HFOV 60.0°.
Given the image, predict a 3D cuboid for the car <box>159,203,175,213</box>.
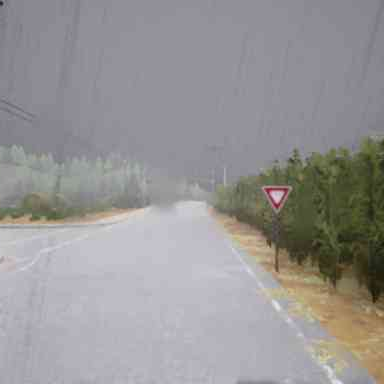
[{"bbox_3d":[-3.520,2.225,47.719,1.994,1.385,4.181,0,-1,0],"label":"car"}]
